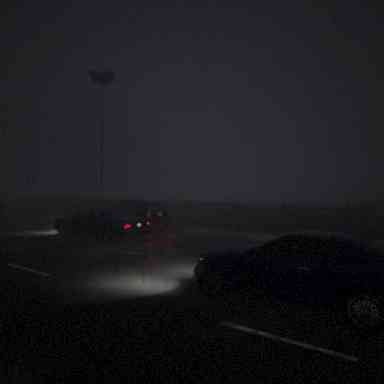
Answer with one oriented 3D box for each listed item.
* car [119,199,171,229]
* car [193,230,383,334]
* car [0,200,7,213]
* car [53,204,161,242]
[{"bbox_3d":[-3.472,1.218,19.364,4.553,1.767,2.097,1,0,35],"label":"car"},{"bbox_3d":[2.213,1.507,6.713,4.674,1.442,1.812,1,0,35],"label":"car"},{"bbox_3d":[-18.867,1.160,30.343,5.008,1.535,1.882,1,0,35],"label":"car"},{"bbox_3d":[-4.300,1.427,15.656,5.357,1.411,2.033,1,0,35],"label":"car"}]
